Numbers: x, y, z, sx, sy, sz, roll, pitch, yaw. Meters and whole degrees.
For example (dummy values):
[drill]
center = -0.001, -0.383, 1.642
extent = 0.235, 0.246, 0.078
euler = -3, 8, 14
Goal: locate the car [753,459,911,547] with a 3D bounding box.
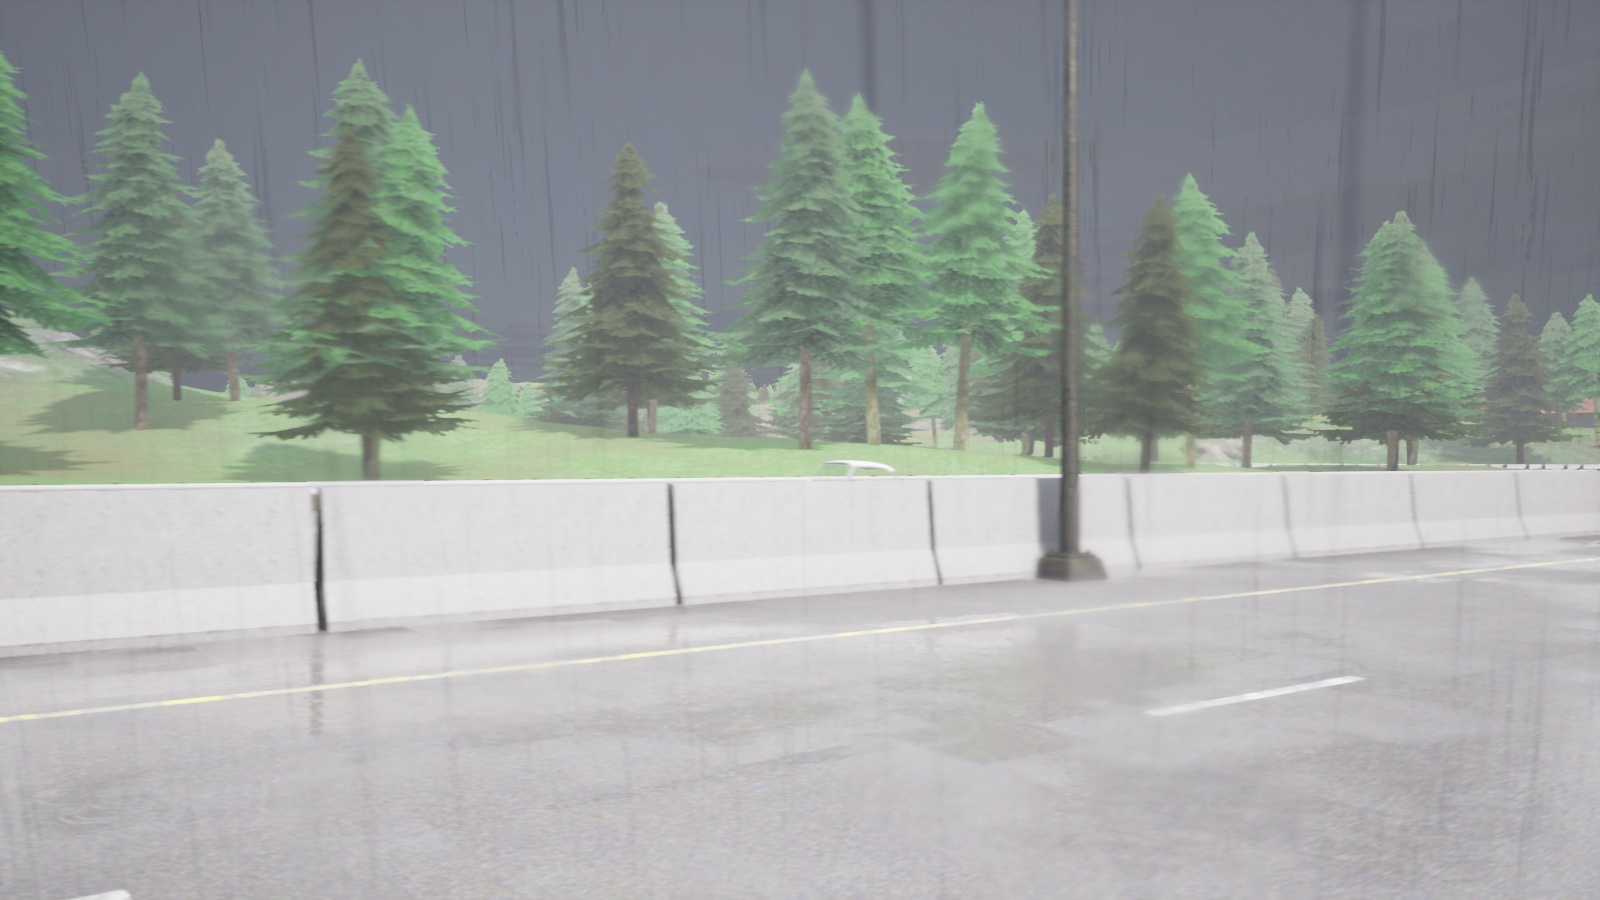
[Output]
[car]
center = 0.539, 0.851, 21.091
extent = 2.207, 1.376, 1.481
euler = 0, 0, -35
